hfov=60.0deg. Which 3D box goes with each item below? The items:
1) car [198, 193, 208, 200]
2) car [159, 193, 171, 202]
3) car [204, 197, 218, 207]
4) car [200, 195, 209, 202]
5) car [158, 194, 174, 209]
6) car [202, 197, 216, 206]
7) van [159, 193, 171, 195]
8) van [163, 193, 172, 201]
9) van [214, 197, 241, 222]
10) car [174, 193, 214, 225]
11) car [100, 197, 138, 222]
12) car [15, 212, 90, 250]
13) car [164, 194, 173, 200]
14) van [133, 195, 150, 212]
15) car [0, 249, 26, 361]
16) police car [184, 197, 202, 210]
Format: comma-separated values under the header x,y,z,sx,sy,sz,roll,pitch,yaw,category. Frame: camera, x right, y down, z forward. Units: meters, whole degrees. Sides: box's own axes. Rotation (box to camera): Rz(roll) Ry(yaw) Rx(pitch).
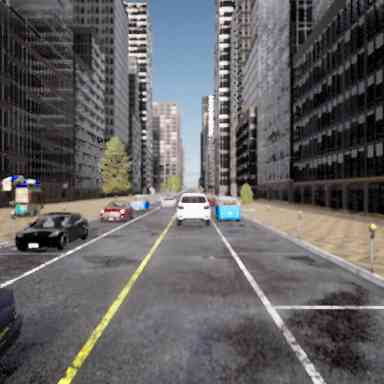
x,y,z,sx,sy,sz,roll,pitch,yaw,category
2.711,1.097,82.124,2.192,1.841,5.009,0,0,0,car
-5.672,1.135,70.791,2.192,1.841,5.009,0,0,0,car
2.702,1.430,48.116,1.887,1.381,4.507,0,0,0,car
2.708,1.402,70.789,1.802,1.307,4.206,0,0,0,car
-3.077,1.421,44.137,1.812,1.442,4.674,0,0,0,car
2.704,1.436,53.784,1.947,1.339,4.313,0,0,0,car
-5.674,1.178,65.123,1.690,1.788,3.998,0,0,0,van
-5.671,1.142,76.459,1.690,1.788,3.998,0,0,0,van
2.695,1.283,25.442,1.690,1.788,3.998,0,0,0,van
0.107,1.164,23.366,2.150,2.045,5.566,0,0,0,car
-5.685,1.382,25.446,1.967,1.590,4.097,0,0,0,car
-5.688,1.534,14.109,1.947,1.339,4.313,0,0,0,car
-5.669,1.327,82.128,1.887,1.381,4.507,0,0,0,car
-5.682,1.255,36.782,1.690,1.788,3.998,0,0,0,van
-3.100,1.543,1.987,2.033,1.411,5.357,0,0,0,car
0.111,1.402,41.807,2.038,1.542,4.974,0,0,0,police car
